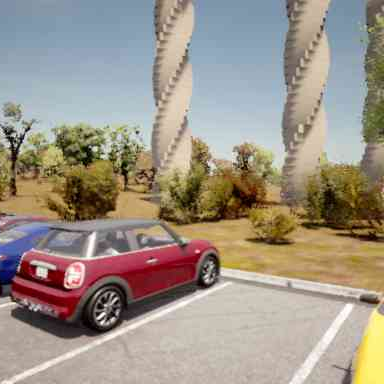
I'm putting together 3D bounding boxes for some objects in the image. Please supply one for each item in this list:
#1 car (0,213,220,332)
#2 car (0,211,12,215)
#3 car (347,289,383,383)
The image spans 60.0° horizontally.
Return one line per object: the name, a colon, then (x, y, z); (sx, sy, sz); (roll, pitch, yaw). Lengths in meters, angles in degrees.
car: (-1.242, 1.345, 7.223); (2.185, 1.767, 4.553); (0, 0, 36)
car: (-5.713, 1.482, 10.454); (2.002, 1.452, 4.674); (0, 0, 36)
car: (3.147, 1.477, 3.900); (1.946, 1.575, 5.366); (0, 0, 36)
